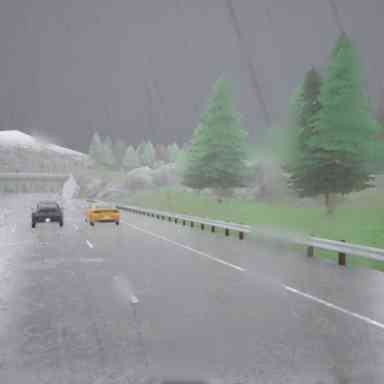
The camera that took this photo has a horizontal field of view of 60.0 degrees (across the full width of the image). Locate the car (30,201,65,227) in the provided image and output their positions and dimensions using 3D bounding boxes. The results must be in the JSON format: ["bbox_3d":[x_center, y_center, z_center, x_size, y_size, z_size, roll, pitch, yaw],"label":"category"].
[{"bbox_3d":[-9.881,1.499,22.786,1.837,1.490,4.892,0,-1,-23],"label":"car"}]

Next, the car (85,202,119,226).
[{"bbox_3d":[-6.491,1.475,23.768,1.882,1.535,5.008,0,0,-23],"label":"car"}]

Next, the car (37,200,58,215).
[{"bbox_3d":[-15.390,1.597,35.492,1.895,1.301,4.718,0,0,-23],"label":"car"}]
